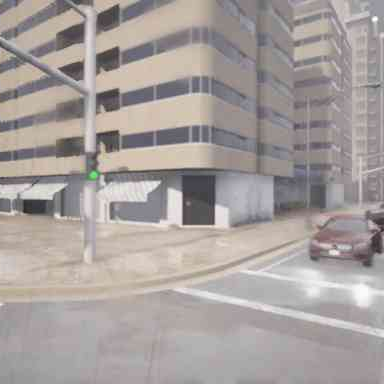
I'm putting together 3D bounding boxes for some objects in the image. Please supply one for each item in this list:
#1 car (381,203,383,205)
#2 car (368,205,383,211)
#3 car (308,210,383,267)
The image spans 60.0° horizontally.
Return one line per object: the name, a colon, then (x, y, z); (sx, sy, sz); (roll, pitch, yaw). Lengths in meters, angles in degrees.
car: (16.187, 1.591, 26.973); (1.882, 1.535, 5.008); (0, 0, 35)
car: (10.890, 1.692, 19.472); (1.895, 1.301, 4.718); (0, 0, 35)
car: (5.664, 1.595, 12.024); (1.812, 1.442, 4.674); (0, 0, 35)
